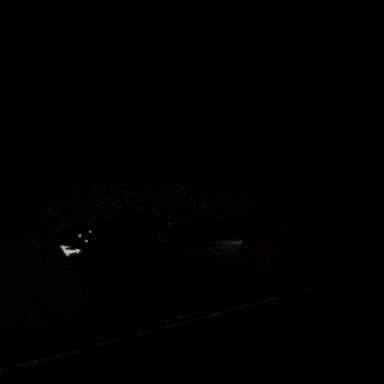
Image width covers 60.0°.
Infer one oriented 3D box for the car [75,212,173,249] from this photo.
[{"bbox_3d":[-2.947,1.616,14.781,4.181,1.385,1.994,1,0,-35],"label":"car"}]
